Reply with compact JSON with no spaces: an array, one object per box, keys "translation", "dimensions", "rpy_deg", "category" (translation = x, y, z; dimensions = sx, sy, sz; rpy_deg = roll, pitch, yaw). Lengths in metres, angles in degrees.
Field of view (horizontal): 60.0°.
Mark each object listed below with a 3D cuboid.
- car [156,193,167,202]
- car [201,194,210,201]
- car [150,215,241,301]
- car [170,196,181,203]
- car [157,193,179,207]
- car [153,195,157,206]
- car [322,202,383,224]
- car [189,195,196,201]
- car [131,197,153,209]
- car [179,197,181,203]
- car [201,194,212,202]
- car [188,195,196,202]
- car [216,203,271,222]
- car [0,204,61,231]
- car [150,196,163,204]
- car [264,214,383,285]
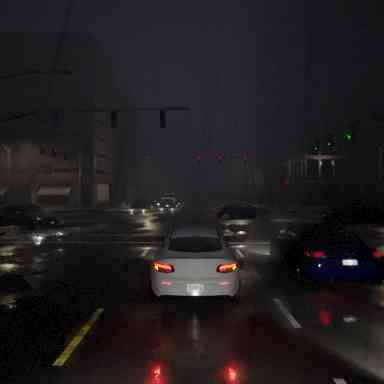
[{"translation":[-6.954,1.225,76.516],"dimensions":[2.150,2.045,5.566],"rpy_deg":[0,0,0],"category":"car"},{"translation":[3.552,1.316,86.961],"dimensions":[2.097,1.767,4.553],"rpy_deg":[0,0,0],"category":"car"},{"translation":[0.075,1.526,8.171],"dimensions":[1.812,1.442,4.674],"rpy_deg":[0,0,0],"category":"car"},{"translation":[-3.458,1.553,70.428],"dimensions":[1.994,1.385,4.181],"rpy_deg":[0,0,0],"category":"car"},{"translation":[-3.557,1.222,50.588],"dimensions":[2.150,2.045,5.566],"rpy_deg":[0,0,0],"category":"car"},{"translation":[-7.053,1.547,55.869],"dimensions":[2.033,1.411,5.357],"rpy_deg":[0,0,0],"category":"car"},{"translation":[11.251,1.422,22.056],"dimensions":[5.008,1.535,1.882],"rpy_deg":[0,0,0],"category":"car"},{"translation":[0.052,1.493,87.208],"dimensions":[1.812,1.442,4.674],"rpy_deg":[0,0,0],"category":"car"},{"translation":[-7.095,1.478,46.105],"dimensions":[1.882,1.535,5.008],"rpy_deg":[0,0,1],"category":"car"},{"translation":[-3.534,1.478,60.591],"dimensions":[1.882,1.535,5.008],"rpy_deg":[0,0,0],"category":"car"},{"translation":[3.547,1.546,78.436],"dimensions":[1.994,1.385,4.181],"rpy_deg":[0,0,0],"category":"car"},{"translation":[0.047,1.518,77.881],"dimensions":[2.128,1.511,4.902],"rpy_deg":[0,0,0],"category":"car"},{"translation":[3.929,1.519,25.602],"dimensions":[4.181,1.385,1.994],"rpy_deg":[0,0,0],"category":"car"},{"translation":[-10.276,1.496,20.664],"dimensions":[4.674,1.442,1.812],"rpy_deg":[1,0,27],"category":"car"},{"translation":[-6.995,1.564,65.825],"dimensions":[1.994,1.385,4.181],"rpy_deg":[0,0,1],"category":"car"},{"translation":[3.584,1.564,9.538],"dimensions":[1.994,1.385,4.181],"rpy_deg":[0,0,0],"category":"car"}]
